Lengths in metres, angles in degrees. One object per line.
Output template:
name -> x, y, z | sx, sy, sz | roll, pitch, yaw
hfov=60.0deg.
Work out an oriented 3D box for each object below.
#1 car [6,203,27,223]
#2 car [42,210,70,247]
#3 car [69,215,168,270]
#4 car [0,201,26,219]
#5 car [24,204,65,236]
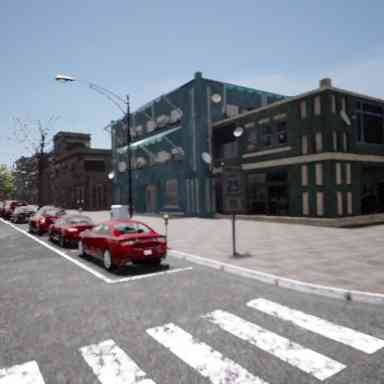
car -> -14.936, 1.990, 29.562 | 2.008, 1.369, 4.403 | 0, -1, -34
car -> -5.599, 1.735, 15.790 | 1.802, 1.307, 4.206 | 0, -1, -34
car -> -2.489, 1.601, 11.201 | 1.887, 1.381, 4.507 | 0, -1, -34
car -> -18.051, 1.848, 34.155 | 2.192, 1.841, 5.009 | 0, -1, -34
car -> -8.715, 1.689, 20.384 | 1.967, 1.590, 4.097 | 0, -1, -34
